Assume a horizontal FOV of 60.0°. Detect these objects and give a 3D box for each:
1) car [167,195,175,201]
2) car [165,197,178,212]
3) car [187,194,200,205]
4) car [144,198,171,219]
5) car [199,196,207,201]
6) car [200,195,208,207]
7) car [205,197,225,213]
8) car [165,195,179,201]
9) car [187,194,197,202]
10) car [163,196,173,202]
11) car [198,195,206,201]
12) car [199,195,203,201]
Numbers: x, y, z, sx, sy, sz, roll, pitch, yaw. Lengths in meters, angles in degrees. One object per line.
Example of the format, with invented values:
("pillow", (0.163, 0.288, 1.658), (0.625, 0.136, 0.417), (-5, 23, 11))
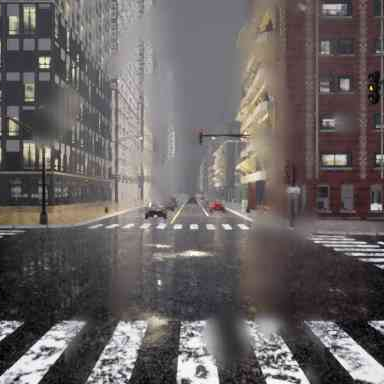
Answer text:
("car", (-5.662, 1.595, 89.669), (1.887, 1.381, 4.507), (0, 0, 0))
("car", (-3.070, 1.574, 39.497), (1.994, 1.385, 4.181), (0, 0, 1))
("car", (0.019, 1.548, 59.808), (1.812, 1.442, 4.674), (0, 0, 0))
("car", (-3.109, 1.553, 29.478), (2.033, 1.411, 5.357), (0, 0, -4))
("car", (2.716, 1.626, 84.017), (1.802, 1.307, 4.206), (0, 0, 0))
("car", (2.707, 1.567, 50.126), (2.008, 1.369, 4.403), (0, 0, 0))
("car", (2.754, 1.591, 37.209), (1.802, 1.307, 4.206), (0, 0, 0))
("car", (-3.038, 1.521, 49.912), (1.837, 1.490, 4.892), (0, 0, 0))
("car", (0.023, 1.218, 69.781), (2.097, 1.767, 4.553), (0, 0, 0))
("car", (-5.665, 1.589, 78.371), (2.008, 1.369, 4.403), (0, 0, 0))
("car", (2.718, 1.491, 89.666), (1.967, 1.590, 4.097), (0, 0, 0))
("car", (2.709, 1.571, 55.774), (2.008, 1.369, 4.403), (0, 0, 0))
